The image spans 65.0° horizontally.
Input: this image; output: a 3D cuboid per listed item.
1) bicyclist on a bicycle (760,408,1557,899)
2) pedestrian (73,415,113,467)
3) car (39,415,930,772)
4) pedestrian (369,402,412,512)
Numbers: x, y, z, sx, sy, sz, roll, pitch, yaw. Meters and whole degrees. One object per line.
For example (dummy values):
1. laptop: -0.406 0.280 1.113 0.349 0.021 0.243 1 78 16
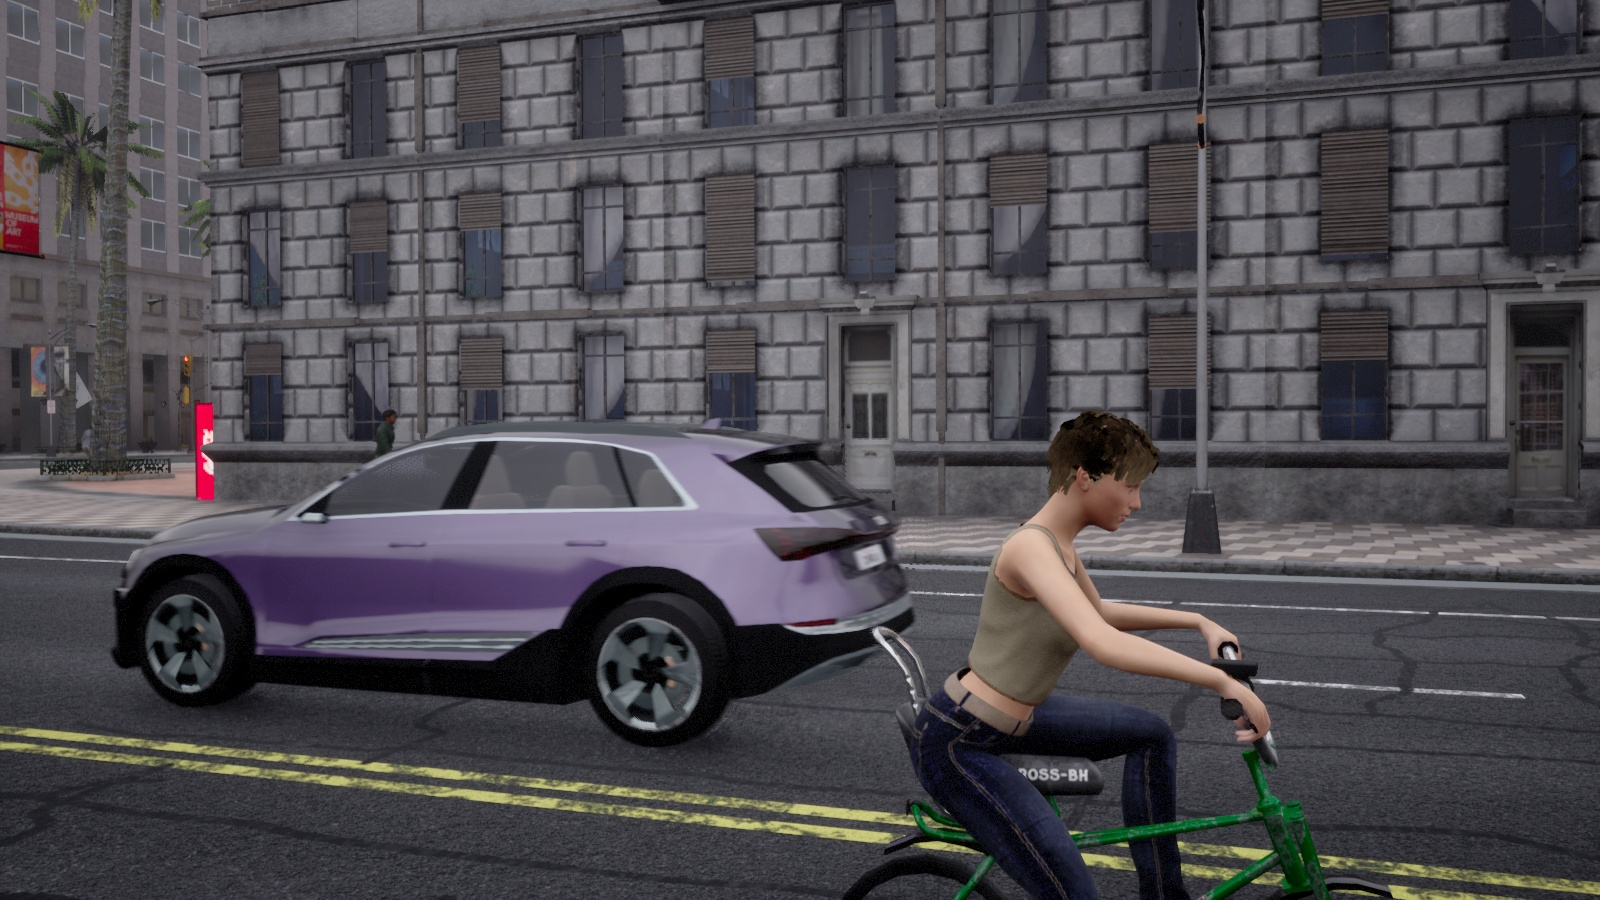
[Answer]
1. bicyclist on a bicycle: 0.767 0.720 2.902 1.509 1.612 0.866 1 1 18
2. pedestrian: -25.561 -0.335 45.398 0.874 1.855 0.900 0 1 11
3. car: -1.829 0.629 7.536 4.856 1.649 2.033 0 1 19
4. pedestrian: -6.934 0.118 21.277 0.614 1.847 0.353 0 1 3
